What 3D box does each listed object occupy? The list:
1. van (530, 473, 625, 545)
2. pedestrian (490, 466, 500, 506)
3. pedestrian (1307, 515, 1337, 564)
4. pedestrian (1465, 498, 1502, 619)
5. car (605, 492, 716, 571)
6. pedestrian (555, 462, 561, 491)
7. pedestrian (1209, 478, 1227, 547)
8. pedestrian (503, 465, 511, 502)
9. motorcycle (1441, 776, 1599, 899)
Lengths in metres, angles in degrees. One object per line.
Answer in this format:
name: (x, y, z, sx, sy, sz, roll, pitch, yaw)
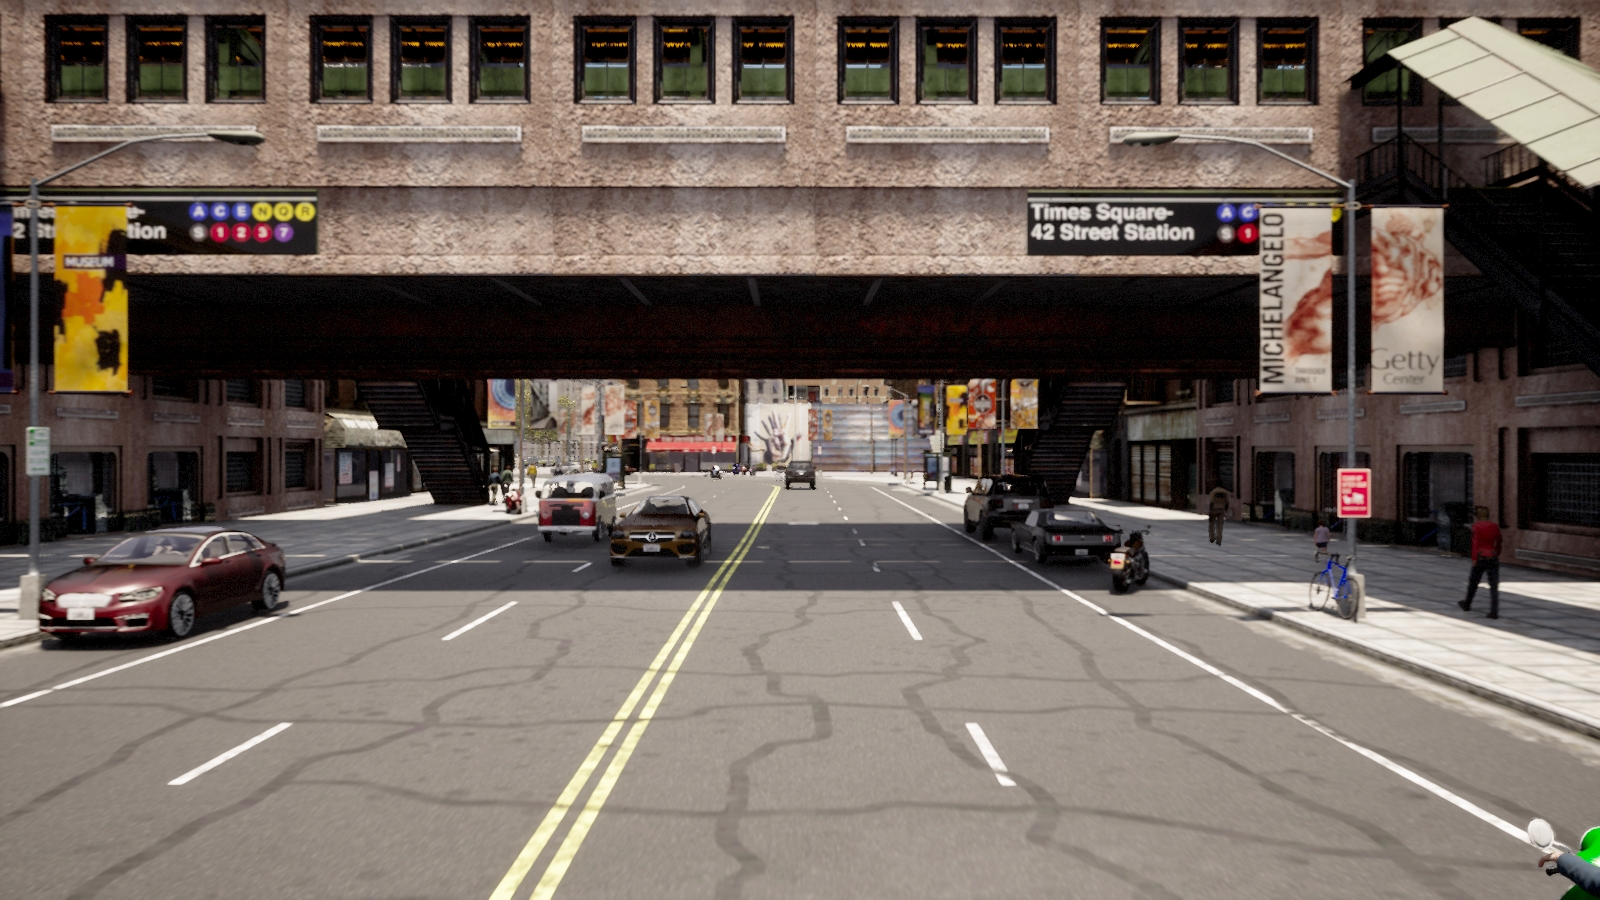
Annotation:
van: (-6.882, 1.783, 35.773, 2.069, 2.038, 4.480, 0, 0, 0)
pedestrian: (-14.452, 1.696, 54.108, 0.375, 1.860, 0.375, 0, 0, 3)
pedestrian: (12.097, 2.076, 26.491, 0.500, 1.100, 0.500, 0, 0, 8)
pedestrian: (10.739, 1.696, 17.949, 0.375, 1.860, 0.375, 0, 0, 5)
car: (-3.437, 1.992, 29.125, 2.152, 1.651, 5.027, 0, 0, 1)
pedestrian: (-15.524, 1.696, 73.239, 0.375, 1.860, 0.375, 0, 0, -7)
pedestrian: (11.444, 1.696, 31.263, 0.375, 1.860, 0.375, 0, 0, 5)
pedestrian: (-14.938, 1.696, 58.298, 0.375, 1.860, 0.375, 0, 0, -15)
motorcycle: (3.501, 2.182, 4.579, 0.856, 1.236, 1.805, 0, 0, 0)
